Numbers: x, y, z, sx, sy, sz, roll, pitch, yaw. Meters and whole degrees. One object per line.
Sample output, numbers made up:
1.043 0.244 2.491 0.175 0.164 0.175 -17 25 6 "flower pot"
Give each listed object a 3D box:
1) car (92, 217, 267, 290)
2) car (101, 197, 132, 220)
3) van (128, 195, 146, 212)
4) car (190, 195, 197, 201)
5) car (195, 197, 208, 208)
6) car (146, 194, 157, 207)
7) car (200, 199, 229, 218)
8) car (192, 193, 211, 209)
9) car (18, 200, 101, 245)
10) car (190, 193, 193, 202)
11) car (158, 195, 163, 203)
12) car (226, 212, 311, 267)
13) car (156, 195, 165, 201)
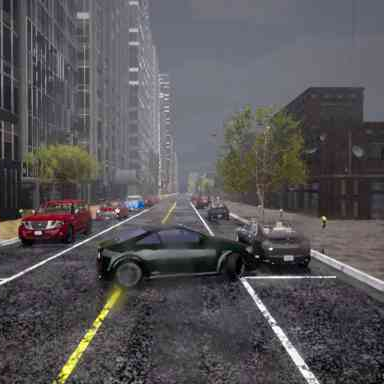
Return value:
-0.407 1.557 8.934 4.181 1.385 1.994 0 0 -18 "car"
-6.390 1.432 26.816 1.967 1.590 4.097 -1 0 -1 "car"
-6.690 1.329 38.610 1.690 1.788 3.998 -1 0 -1 "van"
0.380 1.551 88.614 1.802 1.307 4.206 -1 0 -1 "car"
1.395 1.509 50.056 1.752 1.417 4.829 -1 0 -1 "car"
-6.981 1.299 49.675 2.192 1.841 5.009 -1 0 -1 "car"
2.013 1.543 27.021 2.008 1.369 4.403 -1 0 -1 "car"
1.541 1.301 44.353 2.192 1.841 5.009 -1 0 -1 "car"
-6.190 1.310 15.748 2.192 1.841 5.009 -1 0 -1 "car"
0.813 1.291 72.017 2.192 1.841 5.009 -1 0 -1 "car"
-7.415 1.522 66.274 1.887 1.381 4.507 -1 0 -1 "car"
2.549 1.548 11.161 2.008 1.369 4.403 -1 0 -1 "car"
-7.849 1.497 82.703 1.752 1.417 4.829 -1 0 -1 "car"
